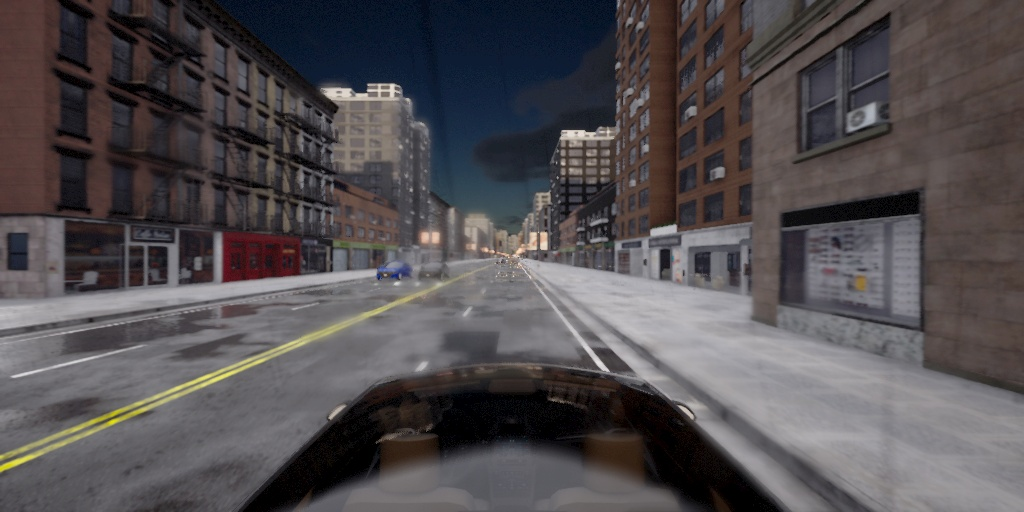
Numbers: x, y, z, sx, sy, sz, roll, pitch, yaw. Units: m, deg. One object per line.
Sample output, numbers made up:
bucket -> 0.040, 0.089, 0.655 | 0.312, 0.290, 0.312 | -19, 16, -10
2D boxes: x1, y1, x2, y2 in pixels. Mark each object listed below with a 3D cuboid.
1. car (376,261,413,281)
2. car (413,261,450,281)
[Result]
car -> -9.670, 1.200, 29.966 | 1.882, 1.535, 5.008 | 0, 0, 0
car -> -6.421, 1.211, 29.950 | 1.882, 1.535, 5.008 | 0, 0, 0
